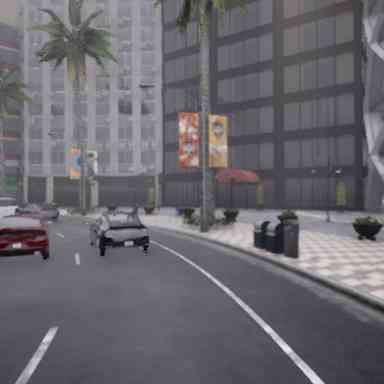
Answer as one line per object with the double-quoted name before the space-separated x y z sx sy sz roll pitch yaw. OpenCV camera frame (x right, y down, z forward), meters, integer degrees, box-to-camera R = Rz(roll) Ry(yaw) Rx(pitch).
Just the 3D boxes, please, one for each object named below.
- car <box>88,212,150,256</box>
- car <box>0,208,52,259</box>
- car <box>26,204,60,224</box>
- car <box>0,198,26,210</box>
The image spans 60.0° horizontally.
"car" -3.120 1.587 13.730 2.128 1.511 4.902 0 0 -23
"car" -6.464 1.586 12.721 1.882 1.535 5.008 0 -1 -23
"car" -12.850 1.719 27.736 4.902 1.511 2.128 -1 0 43
"car" -14.673 1.443 24.712 5.566 2.045 2.150 0 0 45
